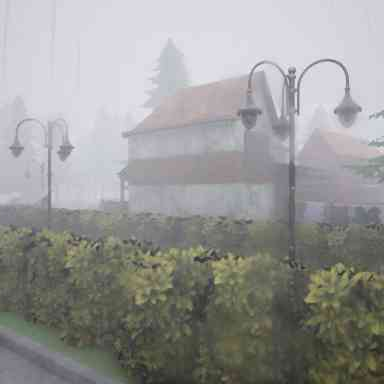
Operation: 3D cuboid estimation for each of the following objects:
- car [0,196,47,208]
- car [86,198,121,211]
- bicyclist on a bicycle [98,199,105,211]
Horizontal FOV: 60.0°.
[{"bbox_3d":[-16.078,1.384,30.863,2.150,2.045,5.566,0,0,36],"label":"car"},{"bbox_3d":[-10.114,1.514,39.059,2.097,1.767,4.553,0,0,37],"label":"car"},{"bbox_3d":[-7.842,1.463,29.529,1.656,1.620,0.582,0,0,36],"label":"bicyclist on a bicycle"}]
